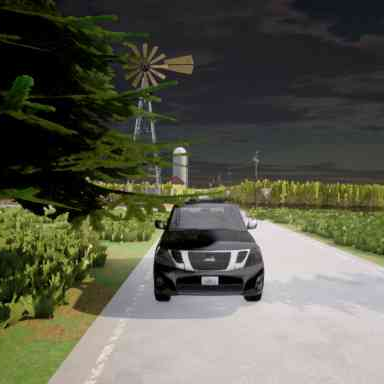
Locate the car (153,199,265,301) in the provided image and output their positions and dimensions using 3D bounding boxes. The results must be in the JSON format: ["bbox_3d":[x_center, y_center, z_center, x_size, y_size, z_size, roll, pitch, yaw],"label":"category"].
[{"bbox_3d":[0.334,1.221,8.660,2.150,2.045,5.566,0,0,0],"label":"car"}]
